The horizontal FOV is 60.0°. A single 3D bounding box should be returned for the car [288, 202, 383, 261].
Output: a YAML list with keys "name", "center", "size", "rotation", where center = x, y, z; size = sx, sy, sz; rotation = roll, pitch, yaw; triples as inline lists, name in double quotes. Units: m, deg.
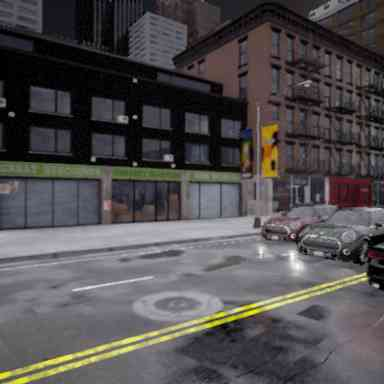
- name: "car"
  center: [5.846, 1.361, 11.867]
  size: [4.553, 1.767, 2.097]
  rotation: [0, 0, -36]

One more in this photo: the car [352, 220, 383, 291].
- name: "car"
  center: [6.054, 1.485, 7.775]
  size: [5.008, 1.535, 1.882]
  rotation: [0, 0, -36]

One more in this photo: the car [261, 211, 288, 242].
- name: "car"
  center: [5.356, 1.363, 15.514]
  size: [4.553, 1.767, 2.097]
  rotation: [0, 0, -36]
